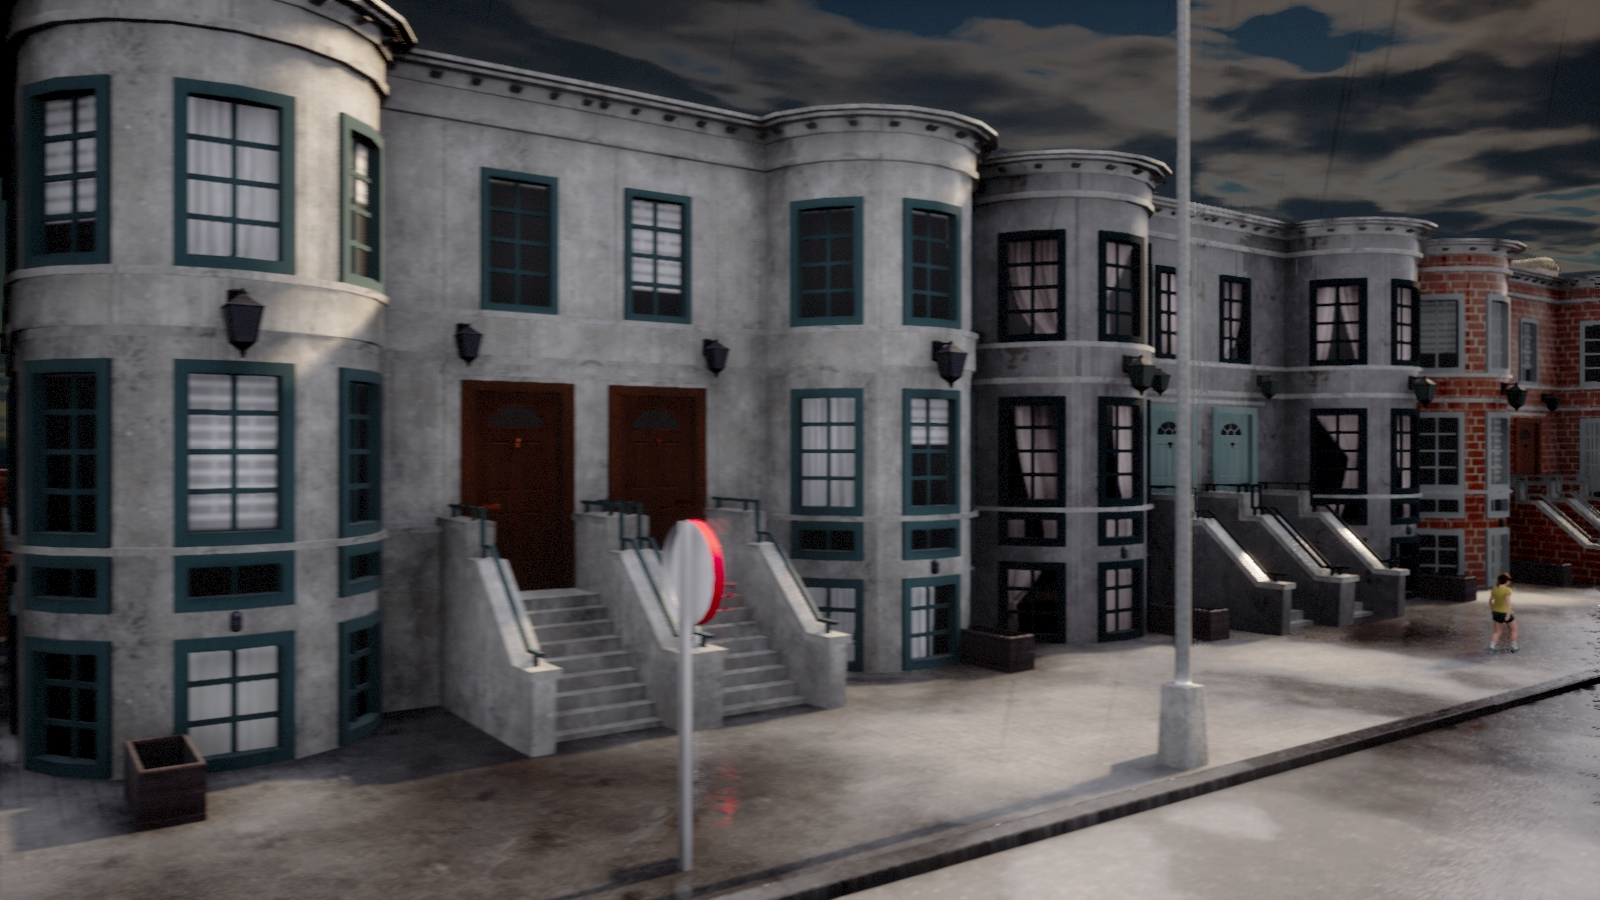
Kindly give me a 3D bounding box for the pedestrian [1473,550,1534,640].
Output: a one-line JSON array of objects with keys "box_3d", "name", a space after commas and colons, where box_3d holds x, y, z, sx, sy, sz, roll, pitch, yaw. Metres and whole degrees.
[{"box_3d": [9.299, 1.904, 15.110, 0.500, 1.100, 0.500, 0, 0, -24], "name": "pedestrian"}]
